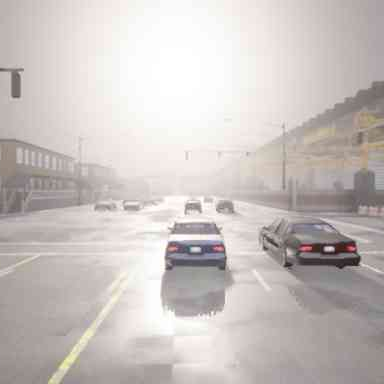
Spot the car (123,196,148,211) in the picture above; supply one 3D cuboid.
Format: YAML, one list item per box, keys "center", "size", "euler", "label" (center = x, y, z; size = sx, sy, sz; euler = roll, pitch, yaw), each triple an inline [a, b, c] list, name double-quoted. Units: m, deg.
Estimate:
- center: [-7.082, 1.533, 41.032]
  size: [2.033, 1.411, 5.357]
  euler: [0, 0, 0]
  label: "car"

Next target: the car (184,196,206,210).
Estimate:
- center: [0.108, 1.478, 37.383]
  size: [2.128, 1.511, 4.902]
  euler: [0, 0, 0]
  label: "car"

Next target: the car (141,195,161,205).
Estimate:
- center: [-7.044, 1.471, 56.695]
  size: [2.128, 1.511, 4.902]
  euler: [0, 0, 0]
  label: "car"

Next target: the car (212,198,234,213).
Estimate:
- center: [3.609, 1.491, 37.514]
  size: [1.837, 1.490, 4.892]
  euler: [0, 0, 0]
  label: "car"

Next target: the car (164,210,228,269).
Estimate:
- center: [0.099, 1.544, 11.142]
  size: [2.033, 1.411, 5.357]
  euler: [0, 0, 0]
  label: "car"

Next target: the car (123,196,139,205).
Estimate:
- center: [-10.537, 1.458, 57.583]
  size: [1.882, 1.535, 5.008]
  euler: [0, 0, 1]
  label: "car"

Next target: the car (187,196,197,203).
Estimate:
- center: [0.016, 1.514, 71.090]
  size: [2.033, 1.411, 5.357]
  euler: [0, 0, 0]
  label: "car"

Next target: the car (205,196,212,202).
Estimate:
- center: [3.516, 1.569, 71.431]
  size: [1.895, 1.301, 4.718]
  euler: [0, 0, 0]
  label: "car"

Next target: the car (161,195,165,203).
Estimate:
- center: [-6.984, 1.447, 71.826]
  size: [1.882, 1.535, 5.008]
  euler: [0, 0, 0]
  label: "car"

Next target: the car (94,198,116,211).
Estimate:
- center: [-10.580, 1.512, 40.941]
  size: [1.812, 1.442, 4.674]
  euler: [0, 0, 0]
  label: "car"

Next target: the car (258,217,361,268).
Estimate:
- center: [3.599, 1.543, 11.224]
  size: [2.033, 1.411, 5.357]
  euler: [0, 0, 0]
  label: "car"

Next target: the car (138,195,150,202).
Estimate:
- center: [-10.484, 1.444, 72.705]
  size: [1.882, 1.535, 5.008]
  euler: [0, 0, 0]
  label: "car"
